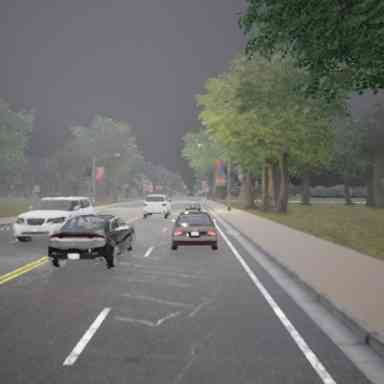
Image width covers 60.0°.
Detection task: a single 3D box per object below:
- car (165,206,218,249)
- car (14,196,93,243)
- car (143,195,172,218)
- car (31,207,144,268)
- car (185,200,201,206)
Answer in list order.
[{"bbox_3d":[0.102,1.555,14.540,2.033,1.411,5.357,0,0,0],"label":"car"},{"bbox_3d":[-6.516,1.238,16.542,2.150,2.045,5.566,0,-1,0],"label":"car"},{"bbox_3d":[-3.145,1.277,30.791,2.150,2.045,5.566,0,0,0],"label":"car"},{"bbox_3d":[-3.148,1.496,11.274,2.128,1.511,4.902,0,0,0],"label":"car"},{"bbox_3d":[0.105,1.647,39.215,2.033,1.411,5.357,0,0,0],"label":"car"}]
